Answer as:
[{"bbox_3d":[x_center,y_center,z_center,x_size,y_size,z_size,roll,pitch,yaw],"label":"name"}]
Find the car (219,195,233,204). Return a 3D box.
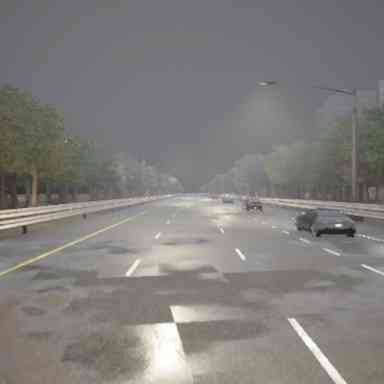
[{"bbox_3d":[7.054,1.616,66.748,1.994,1.385,4.181,0,0,0],"label":"car"}]

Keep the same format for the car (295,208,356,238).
[{"bbox_3d":[7.000,1.572,17.896,1.994,1.385,4.181,0,0,0],"label":"car"}]

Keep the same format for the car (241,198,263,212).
[{"bbox_3d":[7.001,1.521,39.023,1.837,1.490,4.892,0,0,0],"label":"car"}]
